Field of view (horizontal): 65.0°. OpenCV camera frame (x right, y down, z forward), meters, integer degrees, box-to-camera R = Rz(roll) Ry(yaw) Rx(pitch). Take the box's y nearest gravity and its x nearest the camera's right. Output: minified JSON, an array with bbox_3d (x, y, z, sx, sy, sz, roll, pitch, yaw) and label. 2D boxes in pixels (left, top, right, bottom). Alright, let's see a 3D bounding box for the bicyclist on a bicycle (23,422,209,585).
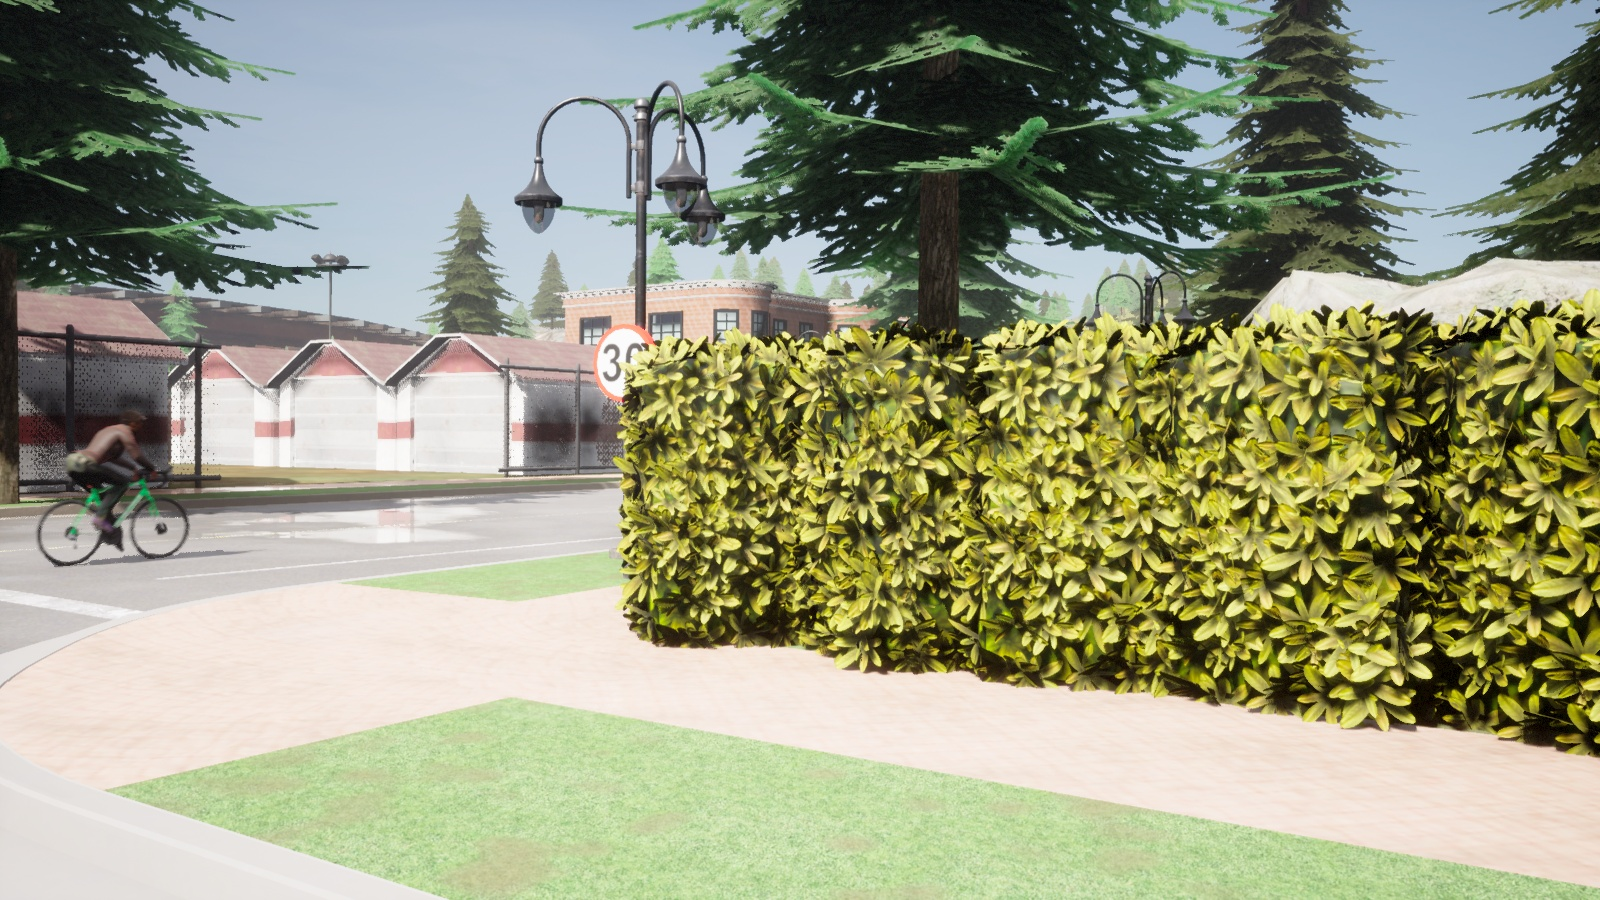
[{"bbox_3d":[-7.218,0.529,13.329,0.582,1.620,1.656,0,0,31],"label":"bicyclist on a bicycle"}]
